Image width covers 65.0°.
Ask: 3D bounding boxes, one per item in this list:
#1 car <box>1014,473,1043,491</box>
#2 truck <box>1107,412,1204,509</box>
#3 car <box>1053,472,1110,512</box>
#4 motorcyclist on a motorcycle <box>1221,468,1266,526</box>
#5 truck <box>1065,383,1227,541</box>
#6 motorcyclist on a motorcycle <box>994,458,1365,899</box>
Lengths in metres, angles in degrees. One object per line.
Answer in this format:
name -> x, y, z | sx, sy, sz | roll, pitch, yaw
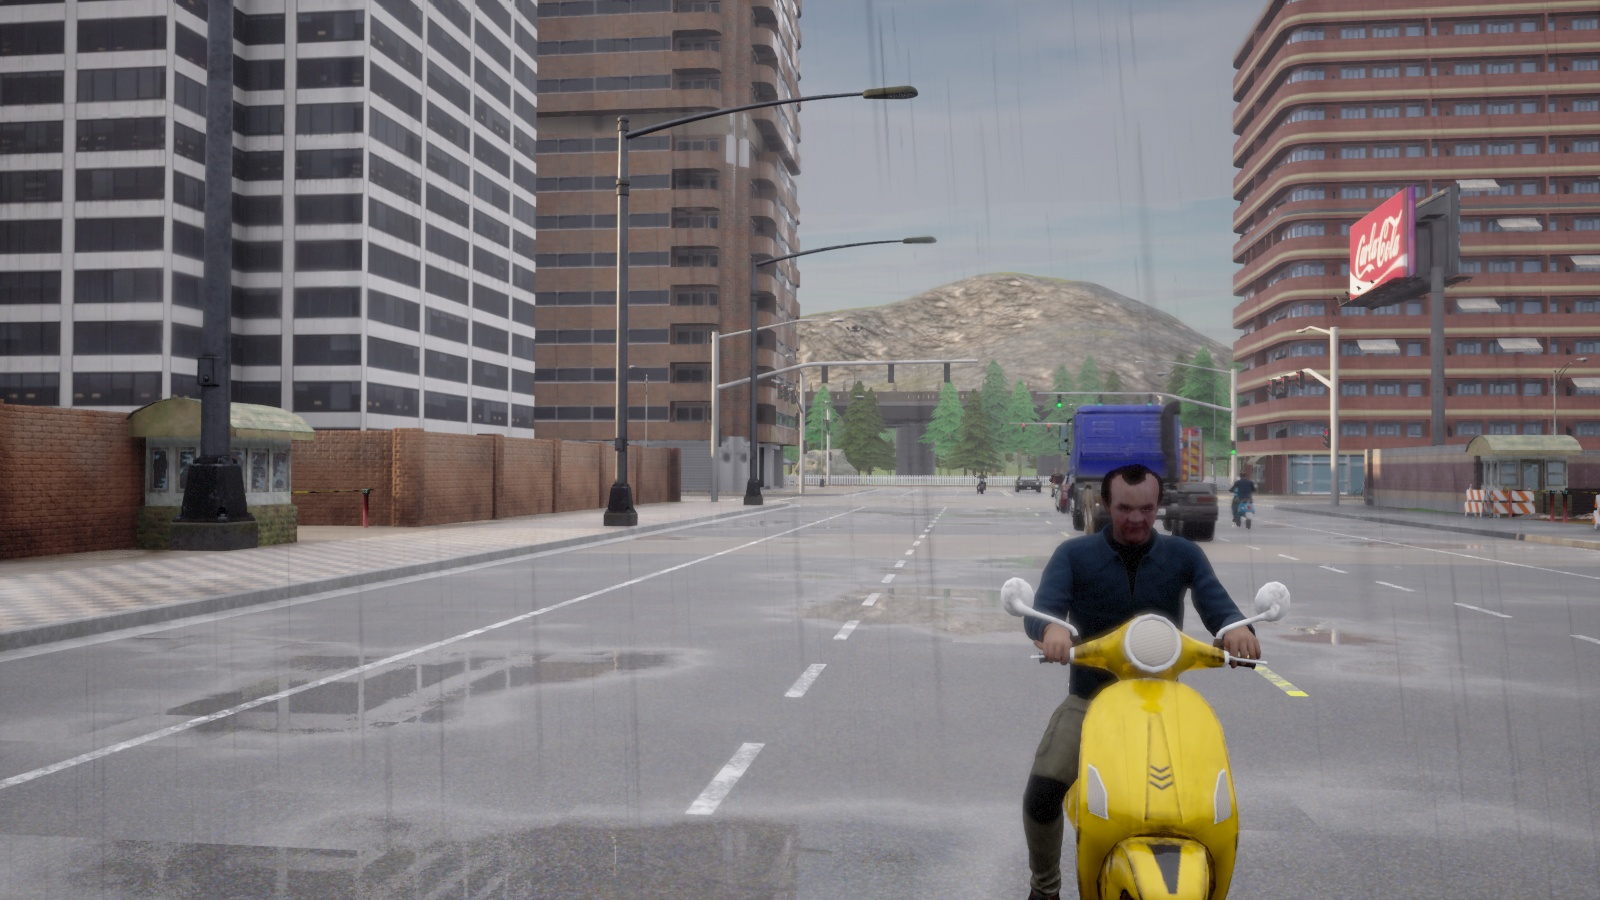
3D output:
car -> 17.337, 2.444, 95.418 | 1.895, 1.301, 4.718 | 0, -1, 8
truck -> 15.138, 0.495, 54.075 | 2.891, 3.827, 8.468 | 0, -1, 8
car -> 10.794, 1.597, 48.431 | 1.845, 1.501, 3.633 | 0, -1, 8
motorcyclist on a motorcycle -> 12.532, 1.313, 35.535 | 0.866, 1.590, 1.817 | 0, -1, 8
truck -> 8.450, 0.329, 31.642 | 2.891, 3.462, 7.936 | 0, -1, 8
motorcyclist on a motorcycle -> 1.080, 0.831, 4.042 | 0.866, 1.590, 1.817 | 0, -1, 8
